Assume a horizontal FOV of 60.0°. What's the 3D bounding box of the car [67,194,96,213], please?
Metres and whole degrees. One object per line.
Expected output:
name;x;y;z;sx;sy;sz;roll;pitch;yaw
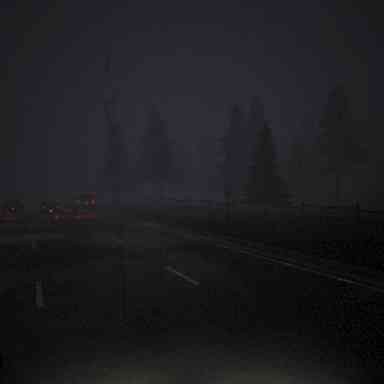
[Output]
car;-12.317;1.221;37.468;2.150;2.045;5.566;0;0;-26

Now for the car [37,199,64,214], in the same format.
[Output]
car;-15.171;1.601;35.481;1.895;1.301;4.718;0;0;-26

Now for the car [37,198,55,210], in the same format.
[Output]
car;-19.037;1.564;43.332;1.994;1.385;4.181;0;0;-27

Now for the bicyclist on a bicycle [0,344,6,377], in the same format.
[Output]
bicyclist on a bicycle;-1.738;1.455;2.107;0.582;1.620;1.656;0;2;30

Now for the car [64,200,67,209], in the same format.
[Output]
car;-16.581;1.526;46.124;1.812;1.442;4.674;0;0;-26

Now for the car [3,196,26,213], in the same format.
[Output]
car;-20.006;1.505;37.380;1.837;1.490;4.892;0;0;-26
